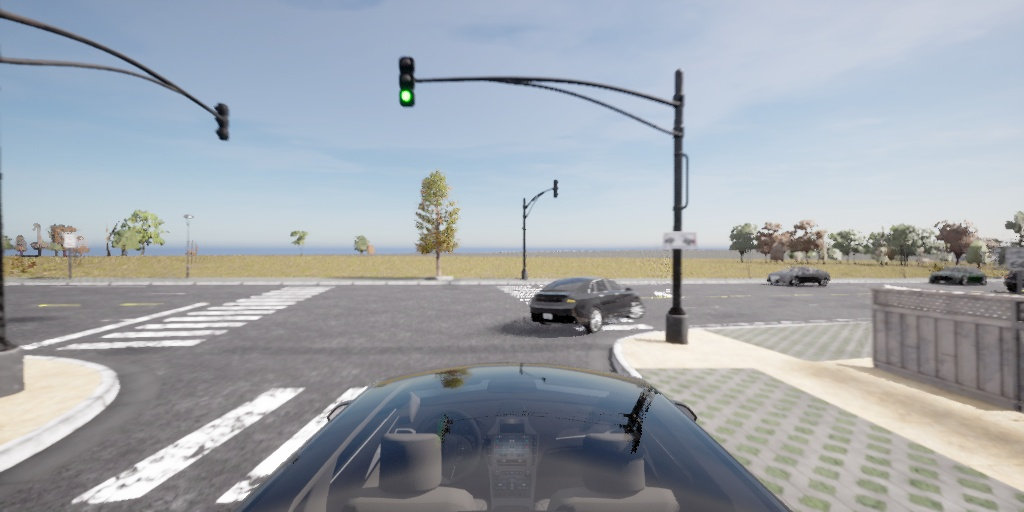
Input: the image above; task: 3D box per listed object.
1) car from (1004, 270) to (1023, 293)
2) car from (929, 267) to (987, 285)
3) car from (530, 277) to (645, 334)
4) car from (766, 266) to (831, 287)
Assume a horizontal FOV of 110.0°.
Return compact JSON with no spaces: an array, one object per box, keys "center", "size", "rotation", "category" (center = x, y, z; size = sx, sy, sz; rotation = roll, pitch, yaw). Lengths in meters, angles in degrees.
[{"center":[37.434,1.645,25.062],"size":[5.566,2.045,2.150],"rotation":[1,1,-16],"category":"car"},{"center":[40.872,1.762,32.890],"size":[4.553,1.767,2.097],"rotation":[1,1,-17],"category":"car"},{"center":[2.574,1.424,11.646],"size":[1.837,1.490,4.892],"rotation":[-4,-3,41],"category":"car"},{"center":[22.041,1.552,27.612],"size":[4.902,1.511,2.128],"rotation":[1,1,-15],"category":"car"}]
